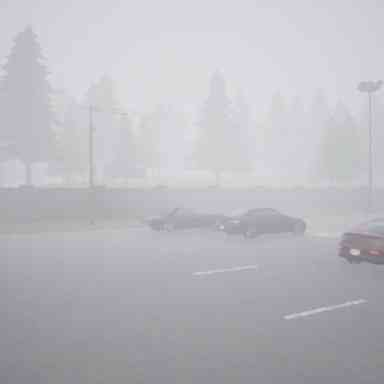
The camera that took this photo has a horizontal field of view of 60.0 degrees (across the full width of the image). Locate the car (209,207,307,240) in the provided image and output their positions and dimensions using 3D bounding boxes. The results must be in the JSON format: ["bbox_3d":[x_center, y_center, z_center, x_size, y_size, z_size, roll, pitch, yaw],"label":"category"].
[{"bbox_3d":[3.448,1.442,16.345,4.674,1.442,1.812,0,0,-26],"label":"car"}]

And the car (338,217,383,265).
[{"bbox_3d":[6.492,1.450,10.042,4.674,1.442,1.812,0,0,-26],"label":"car"}]

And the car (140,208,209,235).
[{"bbox_3d":[-0.368,1.530,18.374,4.718,1.301,1.895,0,0,-26],"label":"car"}]
